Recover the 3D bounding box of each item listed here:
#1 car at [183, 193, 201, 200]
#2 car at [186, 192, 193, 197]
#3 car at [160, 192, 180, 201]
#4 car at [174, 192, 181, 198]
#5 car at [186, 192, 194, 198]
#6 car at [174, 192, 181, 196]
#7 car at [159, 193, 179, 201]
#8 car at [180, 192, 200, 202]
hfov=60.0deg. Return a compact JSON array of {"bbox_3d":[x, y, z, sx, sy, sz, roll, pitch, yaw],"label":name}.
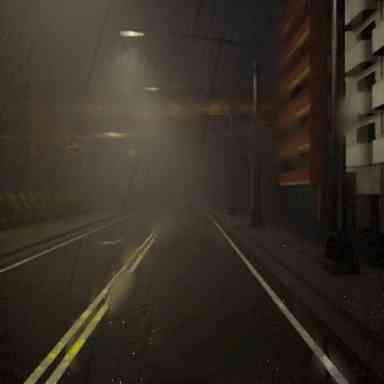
[{"bbox_3d":[-0.023,0.852,60.354,1.853,1.218,4.536,-1,0,-21],"label":"car"},{"bbox_3d":[-0.610,0.660,86.949,1.853,1.218,4.536,0,0,-1],"label":"car"},{"bbox_3d":[-4.166,1.036,60.578,2.038,1.542,4.974,0,0,24],"label":"car"},{"bbox_3d":[-4.114,0.780,95.390,2.038,1.542,4.974,0,0,-1],"label":"car"},{"bbox_3d":[-0.608,0.818,86.898,2.038,1.542,4.974,0,0,-1],"label":"car"},{"bbox_3d":[-4.116,0.622,95.440,1.853,1.218,4.536,0,0,-1],"label":"car"},{"bbox_3d":[-4.146,0.878,60.624,1.853,1.218,4.536,0,0,24],"label":"car"},{"bbox_3d":[-0.003,1.009,60.307,2.038,1.542,4.974,-1,0,-21],"label":"car"}]
